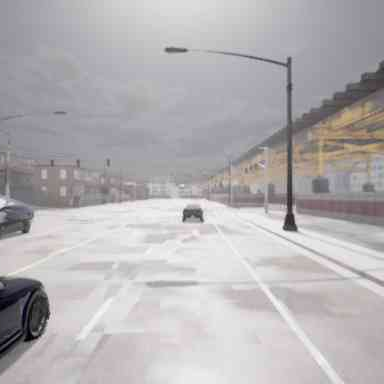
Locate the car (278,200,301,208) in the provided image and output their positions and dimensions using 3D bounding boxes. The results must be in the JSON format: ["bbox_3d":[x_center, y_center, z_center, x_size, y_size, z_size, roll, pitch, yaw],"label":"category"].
[{"bbox_3d":[16.004,1.866,54.408,1.853,1.218,4.536,-1,-1,44],"label":"car"}]

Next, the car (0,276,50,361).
[{"bbox_3d":[-3.391,1.606,3.966,1.994,1.385,4.181,0,-1,0],"label":"car"}]

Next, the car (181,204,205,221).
[{"bbox_3d":[0.081,1.821,30.239,1.837,1.490,4.892,0,-1,0],"label":"car"}]

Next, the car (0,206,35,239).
[{"bbox_3d":[-10.577,1.715,18.293,1.812,1.442,4.674,0,-1,1],"label":"car"}]

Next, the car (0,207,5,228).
[{"bbox_3d":[-13.987,1.742,20.914,1.812,1.442,4.674,0,-1,0],"label":"car"}]

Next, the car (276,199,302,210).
[{"bbox_3d":[15.968,2.024,54.369,2.038,1.542,4.974,-1,-1,44],"label":"car"}]

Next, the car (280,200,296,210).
[{"bbox_3d":[16.007,1.818,49.721,1.853,1.218,4.536,0,-1,-36],"label":"car"}]
